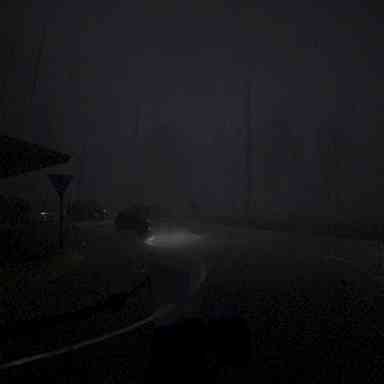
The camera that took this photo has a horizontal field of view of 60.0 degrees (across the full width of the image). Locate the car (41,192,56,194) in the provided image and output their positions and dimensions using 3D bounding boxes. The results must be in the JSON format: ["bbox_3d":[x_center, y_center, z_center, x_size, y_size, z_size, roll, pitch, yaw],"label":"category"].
[{"bbox_3d":[-22.650,1.091,52.189,2.150,2.045,5.566,0,0,-35],"label":"car"}]

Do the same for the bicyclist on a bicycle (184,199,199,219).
[{"bbox_3d":[0.059,1.376,26.336,1.656,1.620,0.582,3,-2,-35],"label":"bicyclist on a bicycle"}]

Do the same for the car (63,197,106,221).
[{"bbox_3d":[-8.256,1.369,25.741,1.837,1.490,4.892,0,0,-35],"label":"car"}]

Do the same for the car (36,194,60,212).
[{"bbox_3d":[-16.401,1.357,37.223,2.128,1.511,4.902,0,0,-35],"label":"car"}]

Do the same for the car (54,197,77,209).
[{"bbox_3d":[-16.775,1.395,44.011,1.812,1.442,4.674,0,0,-35],"label":"car"}]

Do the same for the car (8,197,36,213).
[{"bbox_3d":[-18.004,1.321,34.489,1.816,1.474,4.193,7,-5,-38],"label":"car"}]

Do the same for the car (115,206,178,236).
[{"bbox_3d":[-2.507,1.429,17.654,1.994,1.385,4.181,0,0,-35],"label":"car"}]
